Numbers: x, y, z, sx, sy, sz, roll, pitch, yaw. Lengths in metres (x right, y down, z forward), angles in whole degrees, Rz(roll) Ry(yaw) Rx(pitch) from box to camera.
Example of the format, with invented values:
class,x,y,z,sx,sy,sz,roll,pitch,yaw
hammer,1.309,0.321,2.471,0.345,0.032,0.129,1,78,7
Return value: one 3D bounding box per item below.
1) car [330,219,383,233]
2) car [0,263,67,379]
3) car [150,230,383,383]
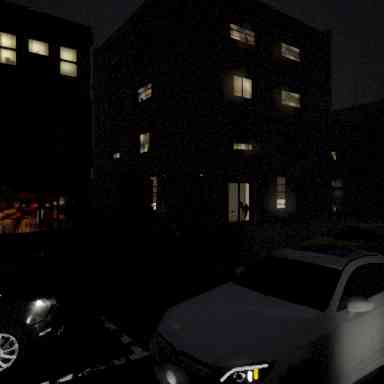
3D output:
class,x,y,z,sx,sy,sz,roll,pitch,yaw
car,5.056,1.526,10.177,4.829,1.417,1.752,0,0,-36
car,-3.795,1.551,3.854,4.403,1.369,2.008,0,0,-36
car,1.697,1.525,4.575,4.674,1.442,1.812,0,0,-36
